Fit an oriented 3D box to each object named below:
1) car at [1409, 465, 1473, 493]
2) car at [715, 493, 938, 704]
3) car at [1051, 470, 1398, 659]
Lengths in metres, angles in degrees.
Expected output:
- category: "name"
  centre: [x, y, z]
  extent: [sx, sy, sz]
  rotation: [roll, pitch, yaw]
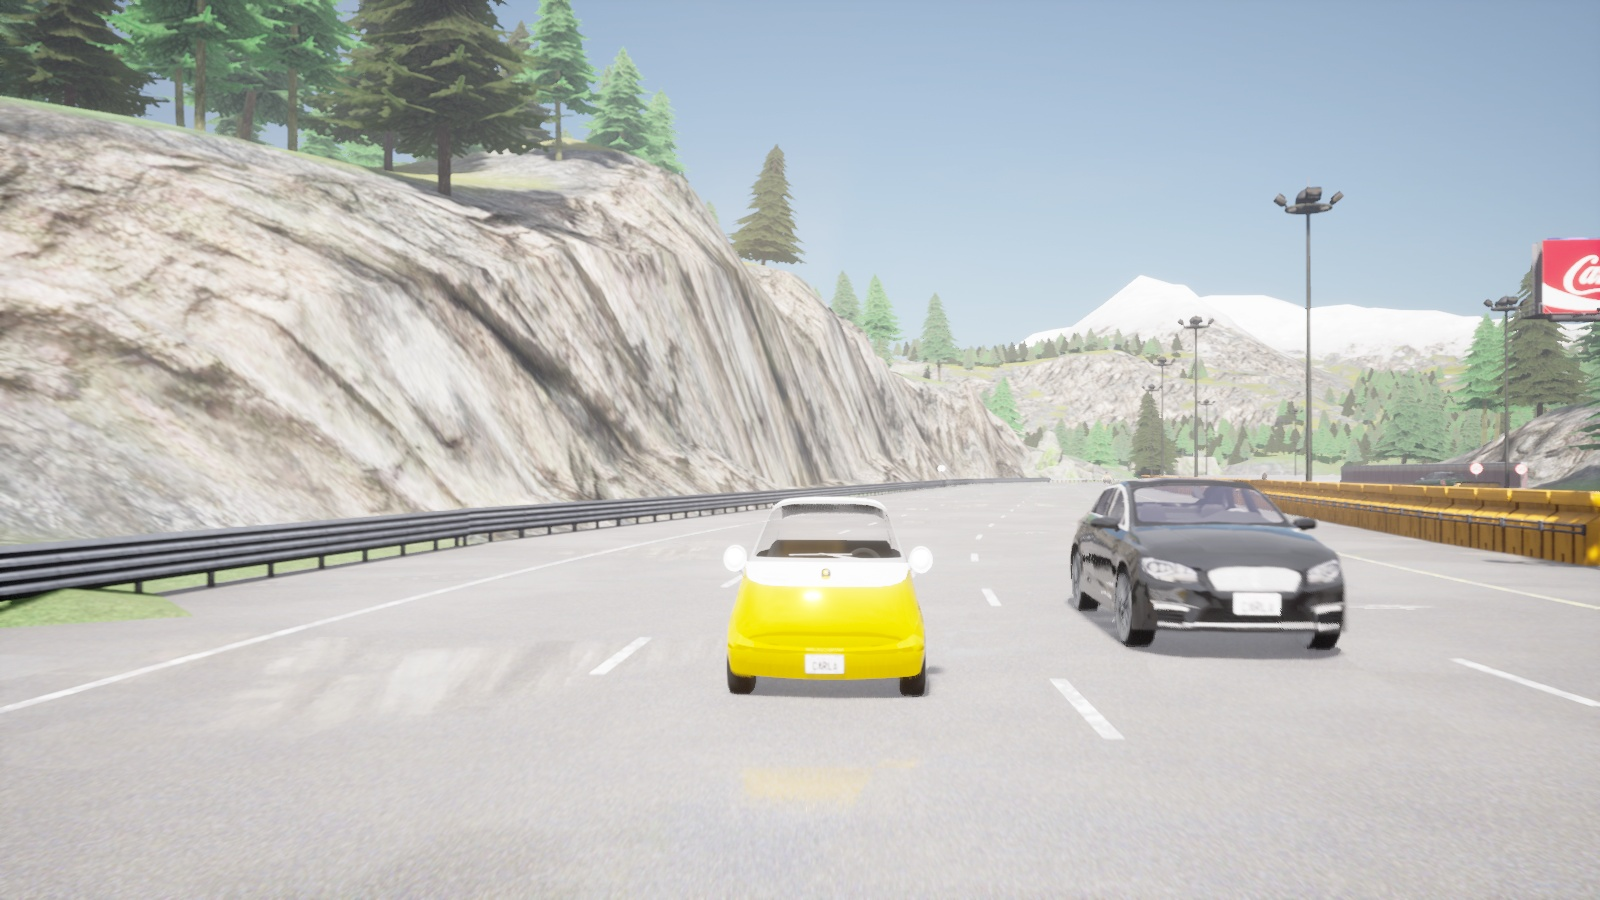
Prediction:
- category: "car"
  centre: [41.954, 1.888, 82.294]
  extent: [2.097, 1.767, 4.553]
  rotation: [0, -1, 3]
- category: "car"
  centre: [0.237, 1.027, 9.488]
  extent: [1.481, 1.376, 2.207]
  rotation: [0, -1, 3]
- category: "car"
  centre: [3.909, 0.967, 12.602]
  extent: [2.128, 1.511, 4.902]
  rotation: [0, -1, 4]
